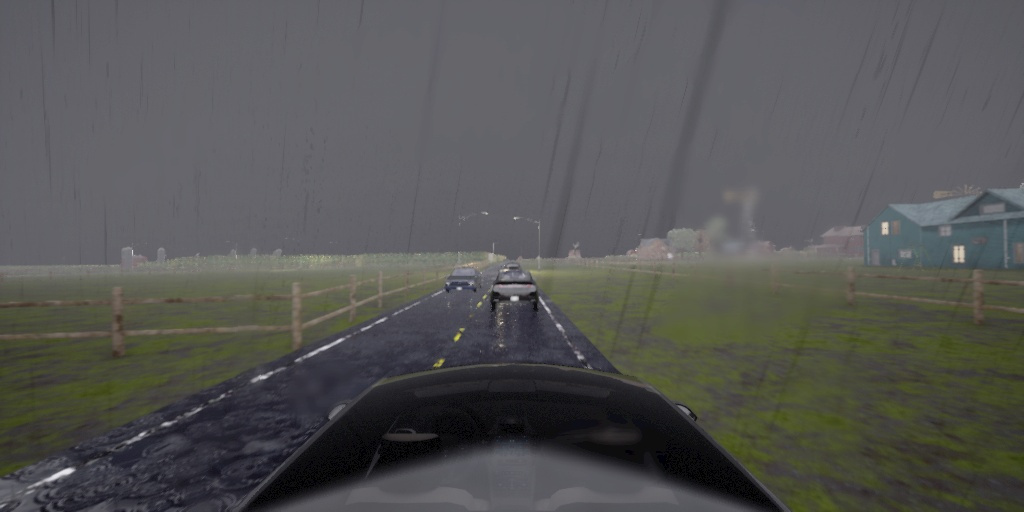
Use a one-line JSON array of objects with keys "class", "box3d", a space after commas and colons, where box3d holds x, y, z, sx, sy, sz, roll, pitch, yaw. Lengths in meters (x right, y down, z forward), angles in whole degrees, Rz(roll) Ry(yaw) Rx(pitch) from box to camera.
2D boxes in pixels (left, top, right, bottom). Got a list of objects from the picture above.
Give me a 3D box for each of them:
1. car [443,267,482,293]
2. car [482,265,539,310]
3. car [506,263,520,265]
[{"class": "car", "box3d": [-2.842, 1.400, 22.053, 2.033, 1.411, 5.357, 0, 0, 0]}, {"class": "car", "box3d": [0.089, 1.309, 15.135, 2.128, 1.511, 4.902, 0, 0, 0]}, {"class": "car", "box3d": [0.075, 1.426, 35.567, 1.837, 1.490, 4.892, 0, 0, 0]}]
